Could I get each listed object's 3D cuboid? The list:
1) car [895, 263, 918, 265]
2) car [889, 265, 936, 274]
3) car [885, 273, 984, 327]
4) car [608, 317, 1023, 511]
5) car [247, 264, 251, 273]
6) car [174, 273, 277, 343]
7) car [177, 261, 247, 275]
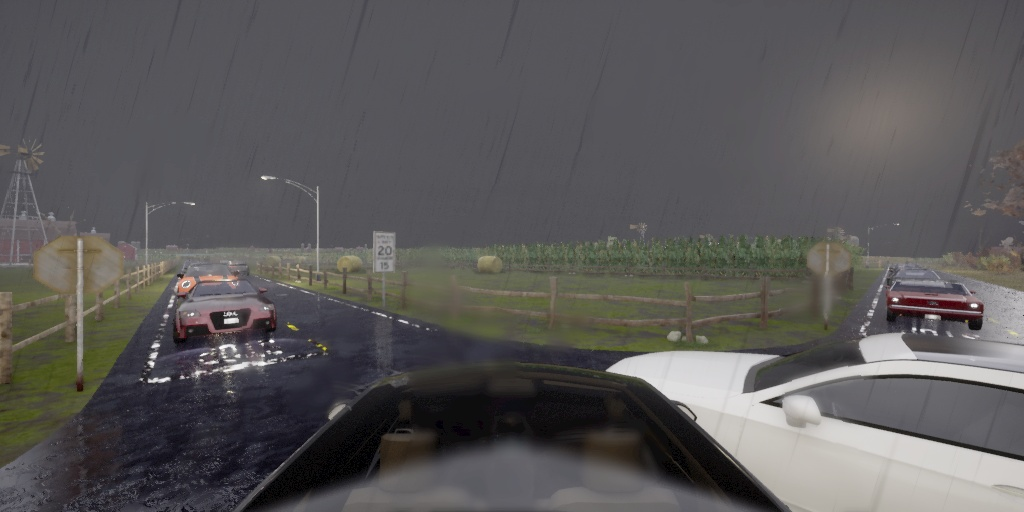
[{"bbox_3d":[27.174,1.411,24.519,4.181,1.385,1.994,0,1,-43],"label":"car"},{"bbox_3d":[20.465,1.370,18.214,5.357,1.411,2.033,0,1,-43],"label":"car"},{"bbox_3d":[13.436,1.402,11.599,4.718,1.301,1.895,0,1,-43],"label":"car"},{"bbox_3d":[2.825,1.294,2.458,1.812,1.442,4.674,0,1,-44],"label":"car"},{"bbox_3d":[-27.241,1.292,35.537,2.128,1.511,4.902,0,0,-42],"label":"car"},{"bbox_3d":[-8.010,1.357,9.966,1.994,1.385,4.181,0,0,-43],"label":"car"},{"bbox_3d":[-13.834,1.144,16.406,2.097,1.767,4.553,0,0,-42],"label":"car"}]
